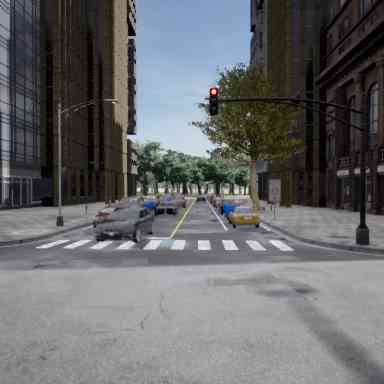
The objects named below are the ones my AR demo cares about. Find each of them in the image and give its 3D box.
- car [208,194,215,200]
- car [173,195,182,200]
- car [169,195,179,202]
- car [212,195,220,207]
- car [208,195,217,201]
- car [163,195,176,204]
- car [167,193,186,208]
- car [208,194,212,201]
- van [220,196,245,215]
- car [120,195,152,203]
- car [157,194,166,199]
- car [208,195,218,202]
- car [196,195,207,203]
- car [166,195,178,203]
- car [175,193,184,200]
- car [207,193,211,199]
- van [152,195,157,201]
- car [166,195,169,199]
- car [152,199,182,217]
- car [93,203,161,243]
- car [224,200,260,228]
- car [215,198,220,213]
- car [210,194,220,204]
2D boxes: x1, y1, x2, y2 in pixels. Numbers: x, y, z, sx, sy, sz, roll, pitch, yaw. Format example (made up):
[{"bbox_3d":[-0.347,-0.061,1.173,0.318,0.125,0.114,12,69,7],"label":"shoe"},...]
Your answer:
[{"bbox_3d":[4.946,1.355,84.355,1.752,1.417,4.829,0,0,1],"label":"car"},{"bbox_3d":[-3.580,1.375,84.398,1.887,1.381,4.507,0,0,1],"label":"car"},{"bbox_3d":[-3.869,1.446,73.043,1.802,1.307,4.206,0,0,1],"label":"car"},{"bbox_3d":[3.935,1.465,44.614,1.752,1.417,4.829,-1,0,1],"label":"car"},{"bbox_3d":[4.798,1.429,78.508,1.802,1.307,4.206,0,0,1],"label":"car"},{"bbox_3d":[-4.160,1.336,61.688,1.967,1.590,4.097,0,0,1],"label":"car"},{"bbox_3d":[-1.879,1.290,45.459,2.097,1.767,4.553,0,0,2],"label":"car"},{"bbox_3d":[4.219,1.462,55.799,2.008,1.369,4.403,-1,0,1],"label":"car"},{"bbox_3d":[3.494,1.316,27.412,1.690,1.788,3.998,-1,0,1],"label":"van"},{"bbox_3d":[-5.029,1.290,27.620,2.192,1.841,5.009,-1,0,1],"label":"car"},{"bbox_3d":[-4.739,1.269,38.976,2.192,1.841,5.009,-1,0,1],"label":"car"},{"bbox_3d":[4.653,1.415,72.830,2.008,1.369,4.403,-1,0,1],"label":"car"},{"bbox_3d":[1.820,1.389,65.877,1.837,1.490,4.892,0,0,1],"label":"car"},{"bbox_3d":[-4.014,1.425,67.365,1.887,1.381,4.507,0,0,1],"label":"car"},{"bbox_3d":[-3.438,1.128,90.076,2.192,1.841,5.009,0,0,1],"label":"car"},{"bbox_3d":[4.362,1.211,61.476,2.192,1.841,5.009,-1,0,1],"label":"car"},{"bbox_3d":[-4.884,1.306,33.299,1.690,1.788,3.998,-1,0,1],"label":"van"},{"bbox_3d":[-4.592,1.491,44.655,2.008,1.369,4.403,-1,0,1],"label":"car"},{"bbox_3d":[-2.265,1.570,31.114,1.895,1.301,4.718,0,0,1],"label":"car"},{"bbox_3d":[-3.040,1.489,16.036,1.837,1.490,4.892,0,0,6],"label":"car"},{"bbox_3d":[3.356,1.508,21.904,1.752,1.417,4.829,-1,0,1],"label":"car"},{"bbox_3d":[3.641,1.531,33.090,1.947,1.339,4.313,-1,0,1],"label":"car"},{"bbox_3d":[4.075,1.471,50.122,1.887,1.381,4.507,-1,0,1],"label":"car"}]
